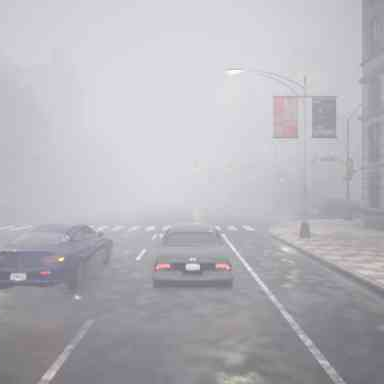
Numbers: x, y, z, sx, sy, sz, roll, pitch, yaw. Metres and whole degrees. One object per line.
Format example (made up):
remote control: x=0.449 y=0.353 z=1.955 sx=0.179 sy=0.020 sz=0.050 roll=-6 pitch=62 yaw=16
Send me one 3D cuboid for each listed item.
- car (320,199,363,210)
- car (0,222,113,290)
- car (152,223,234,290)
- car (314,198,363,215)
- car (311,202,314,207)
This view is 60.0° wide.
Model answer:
car: x=19.076 y=1.574 z=42.658 sx=4.674 sy=1.442 sz=1.812 roll=0 pitch=0 yaw=0
car: x=-3.489 y=1.536 z=8.990 sx=1.812 sy=1.442 sz=4.674 roll=0 pitch=0 yaw=0
car: x=0.011 y=1.558 z=9.210 sx=2.033 sy=1.411 sz=5.357 roll=0 pitch=0 yaw=0
car: x=15.546 y=1.390 z=34.447 sx=4.553 sy=1.767 sz=2.097 roll=0 pitch=0 yaw=0
car: x=19.058 y=1.557 z=46.150 sx=4.892 sy=1.490 sz=1.837 roll=0 pitch=0 yaw=0
